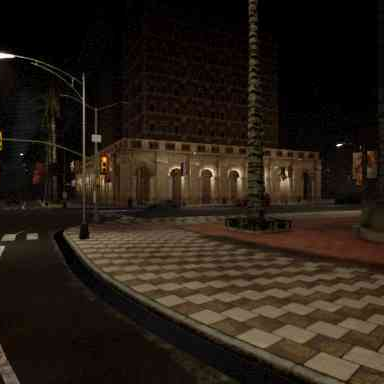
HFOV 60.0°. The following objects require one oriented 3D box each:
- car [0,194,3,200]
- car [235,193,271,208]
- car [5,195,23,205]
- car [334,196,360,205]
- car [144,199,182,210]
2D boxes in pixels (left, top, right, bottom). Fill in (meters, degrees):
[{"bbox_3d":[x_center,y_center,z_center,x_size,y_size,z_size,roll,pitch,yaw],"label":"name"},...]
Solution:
[{"bbox_3d":[-36.137,1.352,60.341,2.097,1.767,4.553,0,0,-26],"label":"car"},{"bbox_3d":[9.051,1.221,49.111,5.566,2.045,2.150,0,0,-26],"label":"car"},{"bbox_3d":[-32.441,1.600,60.777,1.895,1.301,4.718,0,0,-26],"label":"car"},{"bbox_3d":[27.008,1.476,57.932,5.008,1.535,1.882,0,0,-26],"label":"car"},{"bbox_3d":[-3.735,1.601,42.855,4.718,1.301,1.895,0,0,-26],"label":"car"}]
